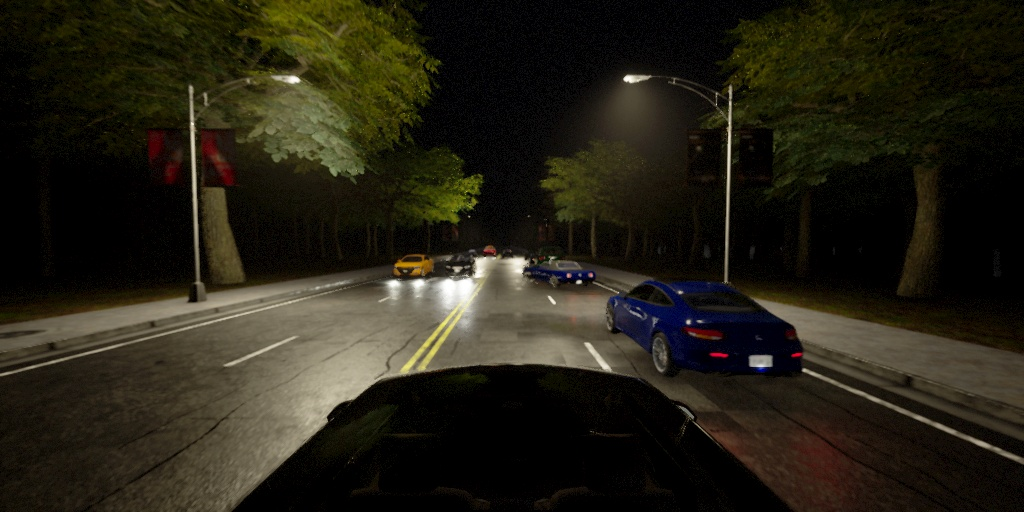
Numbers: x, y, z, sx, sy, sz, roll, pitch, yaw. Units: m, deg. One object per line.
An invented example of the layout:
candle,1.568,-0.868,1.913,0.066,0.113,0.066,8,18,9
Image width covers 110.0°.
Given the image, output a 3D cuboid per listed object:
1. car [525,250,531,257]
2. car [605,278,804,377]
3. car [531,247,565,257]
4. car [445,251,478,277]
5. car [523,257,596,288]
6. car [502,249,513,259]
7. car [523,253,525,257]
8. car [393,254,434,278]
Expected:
car,2.846,0.351,40.004,1.895,1.301,4.718,0,2,-1
car,3.213,1.145,6.953,1.812,1.442,4.674,0,1,0
car,2.993,0.272,28.988,2.150,2.045,5.566,0,2,-1
car,-3.567,0.636,25.589,2.128,1.511,4.902,0,2,-1
car,2.333,0.910,19.210,1.895,1.301,4.718,-1,2,-23
car,-0.743,-0.350,61.027,2.128,1.511,4.902,0,2,-1
car,2.677,-0.051,50.977,1.837,1.490,4.892,0,2,-1
car,-6.815,0.631,25.277,1.882,1.535,5.008,0,2,-1
